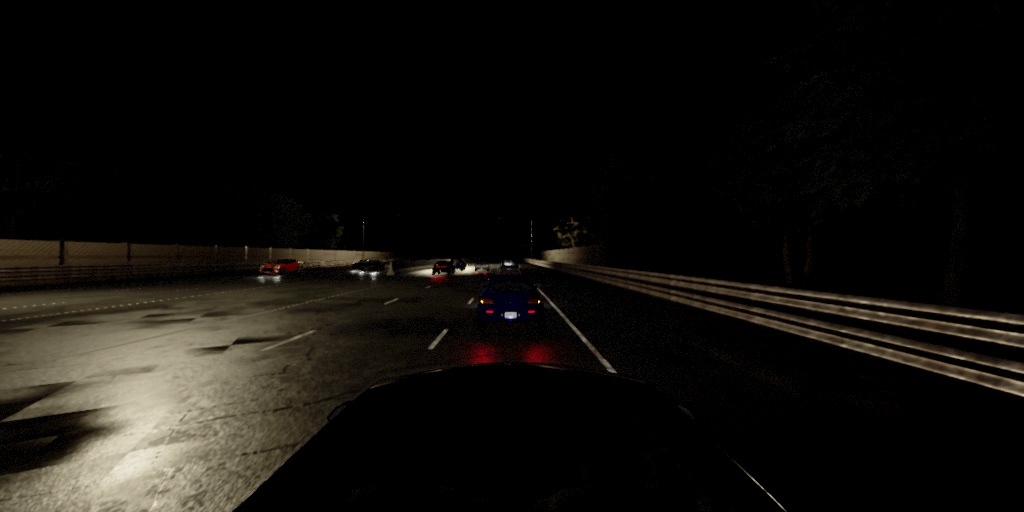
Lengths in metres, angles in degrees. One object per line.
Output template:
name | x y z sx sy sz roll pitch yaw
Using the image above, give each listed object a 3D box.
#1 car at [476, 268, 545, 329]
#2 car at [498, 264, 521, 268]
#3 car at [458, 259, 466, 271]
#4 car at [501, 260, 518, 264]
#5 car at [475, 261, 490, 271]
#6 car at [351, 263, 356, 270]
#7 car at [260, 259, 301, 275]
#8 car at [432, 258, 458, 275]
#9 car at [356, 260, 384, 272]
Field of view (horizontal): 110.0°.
car | -0.048 1.278 11.080 1.812 1.442 4.674 0 0 0
car | -0.155 1.360 21.813 1.895 1.301 4.718 0 0 -1
car | -7.539 1.128 49.153 2.097 1.767 4.553 0 0 -1
car | -0.213 1.256 31.723 2.128 1.511 4.902 0 0 -1
car | -4.047 1.378 49.655 1.895 1.301 4.718 0 0 -1
car | -21.765 1.323 52.905 2.033 1.411 5.357 0 0 -1
car | -25.046 1.105 38.907 2.097 1.767 4.553 0 1 -1
car | -7.343 1.273 38.846 1.837 1.490 4.892 0 0 -1
car | -18.181 1.298 46.965 1.812 1.442 4.674 0 0 -1
